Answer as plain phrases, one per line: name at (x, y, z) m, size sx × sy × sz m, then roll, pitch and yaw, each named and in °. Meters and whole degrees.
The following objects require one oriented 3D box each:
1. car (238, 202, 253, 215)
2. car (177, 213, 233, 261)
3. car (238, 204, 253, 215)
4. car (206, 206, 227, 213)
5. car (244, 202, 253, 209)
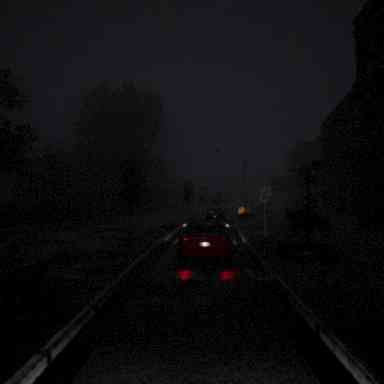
car at (7.230, 2.429, 45.117) m, size 2.097 × 1.535 × 5.008 m, roll -1°, pitch -2°, yaw 10°
car at (0.551, 1.750, 13.122) m, size 1.994 × 1.385 × 4.181 m, roll 0°, pitch -1°, yaw 3°
car at (8.197, 2.608, 50.528) m, size 2.163 × 1.488 × 4.792 m, roll 0°, pitch -2°, yaw 10°
car at (2.474, 2.123, 33.385) m, size 2.128 × 1.511 × 4.902 m, roll 0°, pitch -2°, yaw 8°
car at (14.181, 3.330, 83.188) m, size 2.185 × 1.767 × 4.553 m, roll 0°, pitch -2°, yaw 10°
